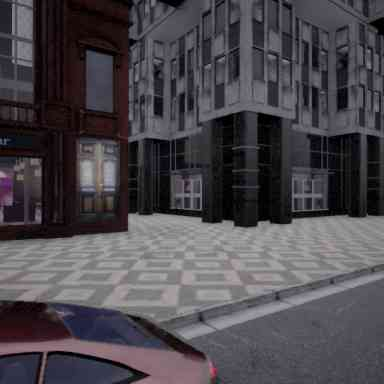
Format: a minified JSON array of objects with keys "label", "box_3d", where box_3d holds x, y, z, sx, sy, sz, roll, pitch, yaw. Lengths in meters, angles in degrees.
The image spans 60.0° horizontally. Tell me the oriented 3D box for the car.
[{"label":"car","box_3d":[-1.774,1.564,2.111,4.181,1.385,1.994,0,0,-36]}]
